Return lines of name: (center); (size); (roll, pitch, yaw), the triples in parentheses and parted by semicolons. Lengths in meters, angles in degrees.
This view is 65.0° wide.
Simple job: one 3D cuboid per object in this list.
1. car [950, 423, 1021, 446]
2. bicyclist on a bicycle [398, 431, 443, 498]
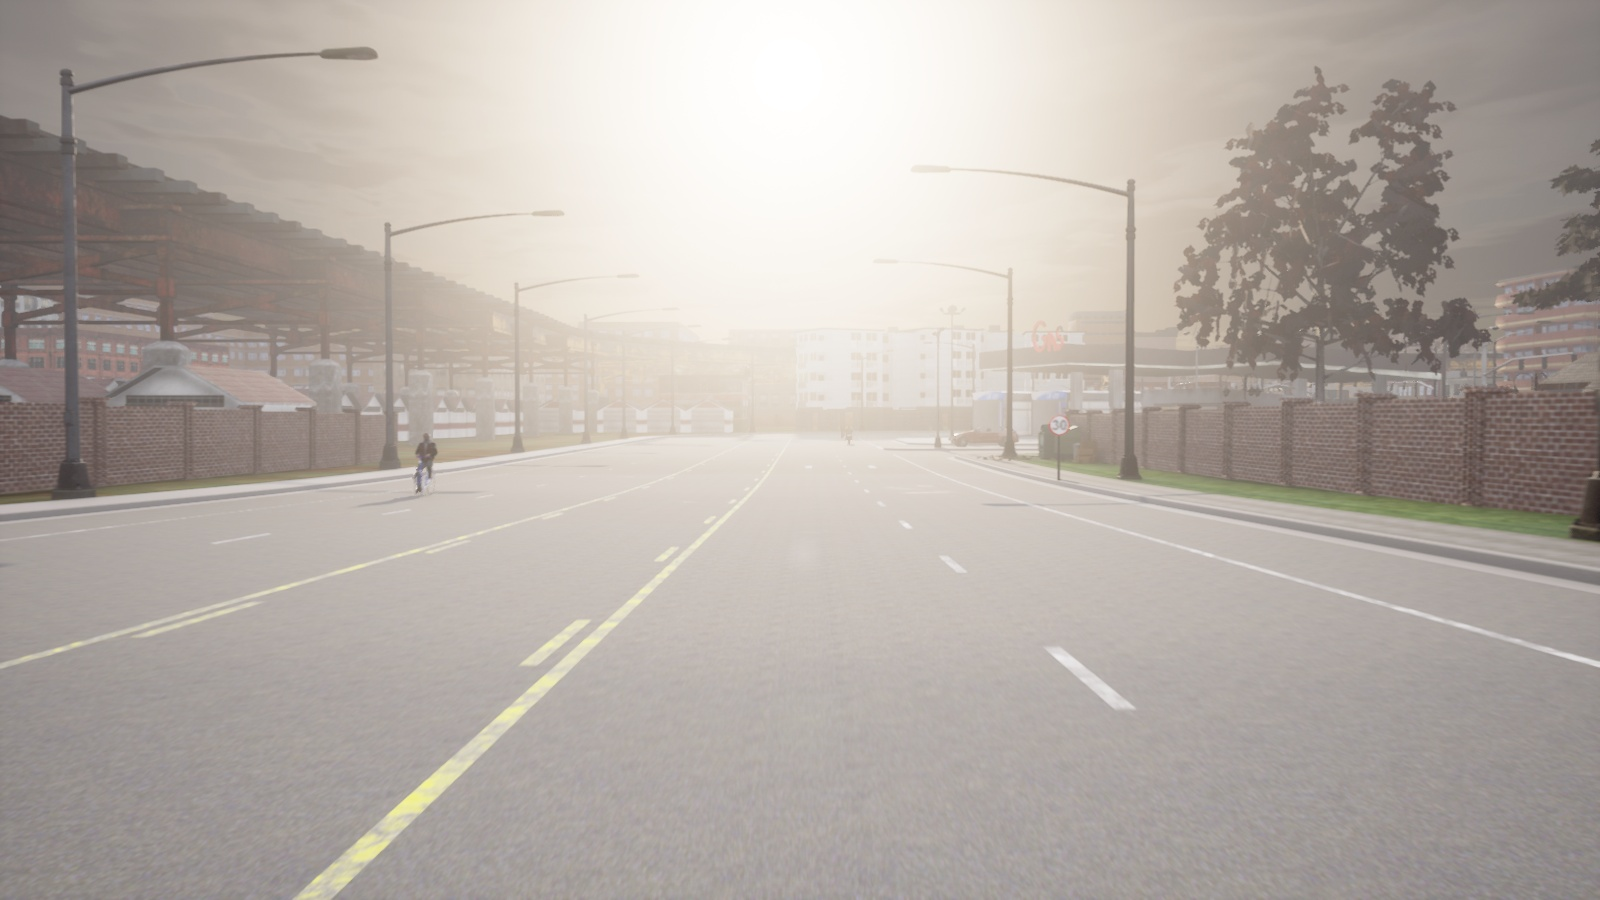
car: (13.831, -1.171, 93.794); (5.027, 1.651, 2.152); (0, 2, 0)
bicyclist on a bicycle: (-10.291, 0.384, 34.116); (0.659, 1.776, 1.843); (0, 0, 0)
